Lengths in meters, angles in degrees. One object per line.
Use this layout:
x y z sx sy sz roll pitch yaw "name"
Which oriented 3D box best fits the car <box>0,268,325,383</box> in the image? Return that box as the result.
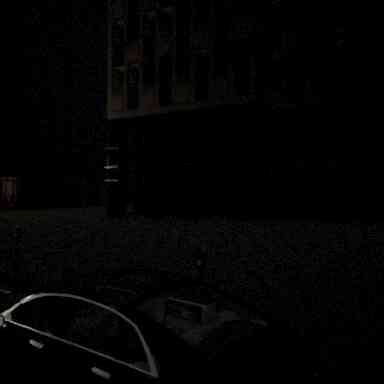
-0.921 1.547 3.619 4.403 1.369 2.008 0 0 35 "car"
